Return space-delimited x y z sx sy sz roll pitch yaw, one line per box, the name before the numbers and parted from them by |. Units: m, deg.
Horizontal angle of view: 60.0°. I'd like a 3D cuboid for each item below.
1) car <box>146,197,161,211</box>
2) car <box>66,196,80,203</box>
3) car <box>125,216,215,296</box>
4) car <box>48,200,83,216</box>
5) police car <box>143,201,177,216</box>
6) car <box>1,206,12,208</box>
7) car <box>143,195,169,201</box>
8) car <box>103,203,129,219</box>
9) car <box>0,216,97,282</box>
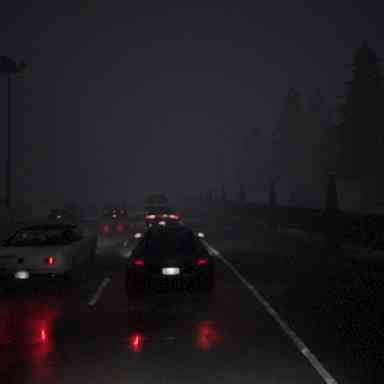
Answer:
car | -4.977 1.528 42.866 1.801 1.575 5.366 0 0 -8
car | -27.447 1.654 76.748 2.128 1.511 4.902 0 0 -8
car | -0.586 1.579 8.766 1.994 1.385 4.181 0 0 -4
car | -9.658 1.569 25.589 1.812 1.442 4.674 0 0 -8
police car | -1.904 1.536 20.319 2.038 1.542 4.974 0 0 -7
car | -17.344 1.402 28.666 2.097 1.767 4.553 0 0 -8
car | -3.335 1.273 30.970 2.150 2.045 5.566 0 0 -8
car | -6.627 1.649 29.254 1.895 1.301 4.718 0 0 -8
car | -4.099 1.618 9.834 1.895 1.301 4.718 0 0 -6
